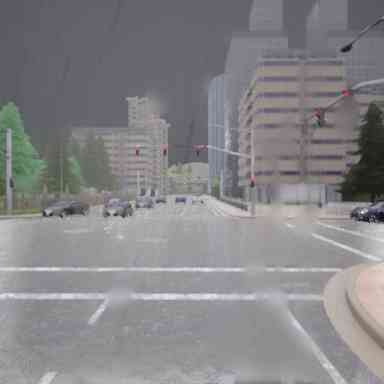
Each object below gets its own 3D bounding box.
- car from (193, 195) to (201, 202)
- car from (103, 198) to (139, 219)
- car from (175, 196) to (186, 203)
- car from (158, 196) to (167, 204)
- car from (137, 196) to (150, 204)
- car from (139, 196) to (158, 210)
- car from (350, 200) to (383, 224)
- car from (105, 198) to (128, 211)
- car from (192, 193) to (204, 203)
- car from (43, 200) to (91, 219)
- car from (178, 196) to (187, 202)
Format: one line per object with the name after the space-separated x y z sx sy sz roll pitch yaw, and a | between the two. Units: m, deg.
1.243 1.533 76.817 1.812 1.442 4.674 0 0 1 | car
-6.410 1.496 29.269 2.128 1.511 4.902 0 0 1 | car
-2.362 1.487 67.487 1.882 1.535 5.008 0 0 1 | car
-5.921 1.557 64.449 2.033 1.411 5.357 0 0 1 | car
-9.431 1.535 64.565 1.812 1.442 4.674 0 0 1 | car
-6.224 1.499 43.678 2.128 1.511 4.902 0 0 1 | car
14.049 1.356 24.254 4.553 1.767 2.097 0 0 1 | car
-9.732 1.533 43.085 1.812 1.442 4.674 0 0 1 | car
1.134 1.231 67.132 2.150 2.045 5.566 0 0 1 | car
-10.998 1.496 29.473 2.128 1.511 4.902 0 0 18 | car
-2.256 1.604 76.886 1.895 1.301 4.718 0 0 1 | car
